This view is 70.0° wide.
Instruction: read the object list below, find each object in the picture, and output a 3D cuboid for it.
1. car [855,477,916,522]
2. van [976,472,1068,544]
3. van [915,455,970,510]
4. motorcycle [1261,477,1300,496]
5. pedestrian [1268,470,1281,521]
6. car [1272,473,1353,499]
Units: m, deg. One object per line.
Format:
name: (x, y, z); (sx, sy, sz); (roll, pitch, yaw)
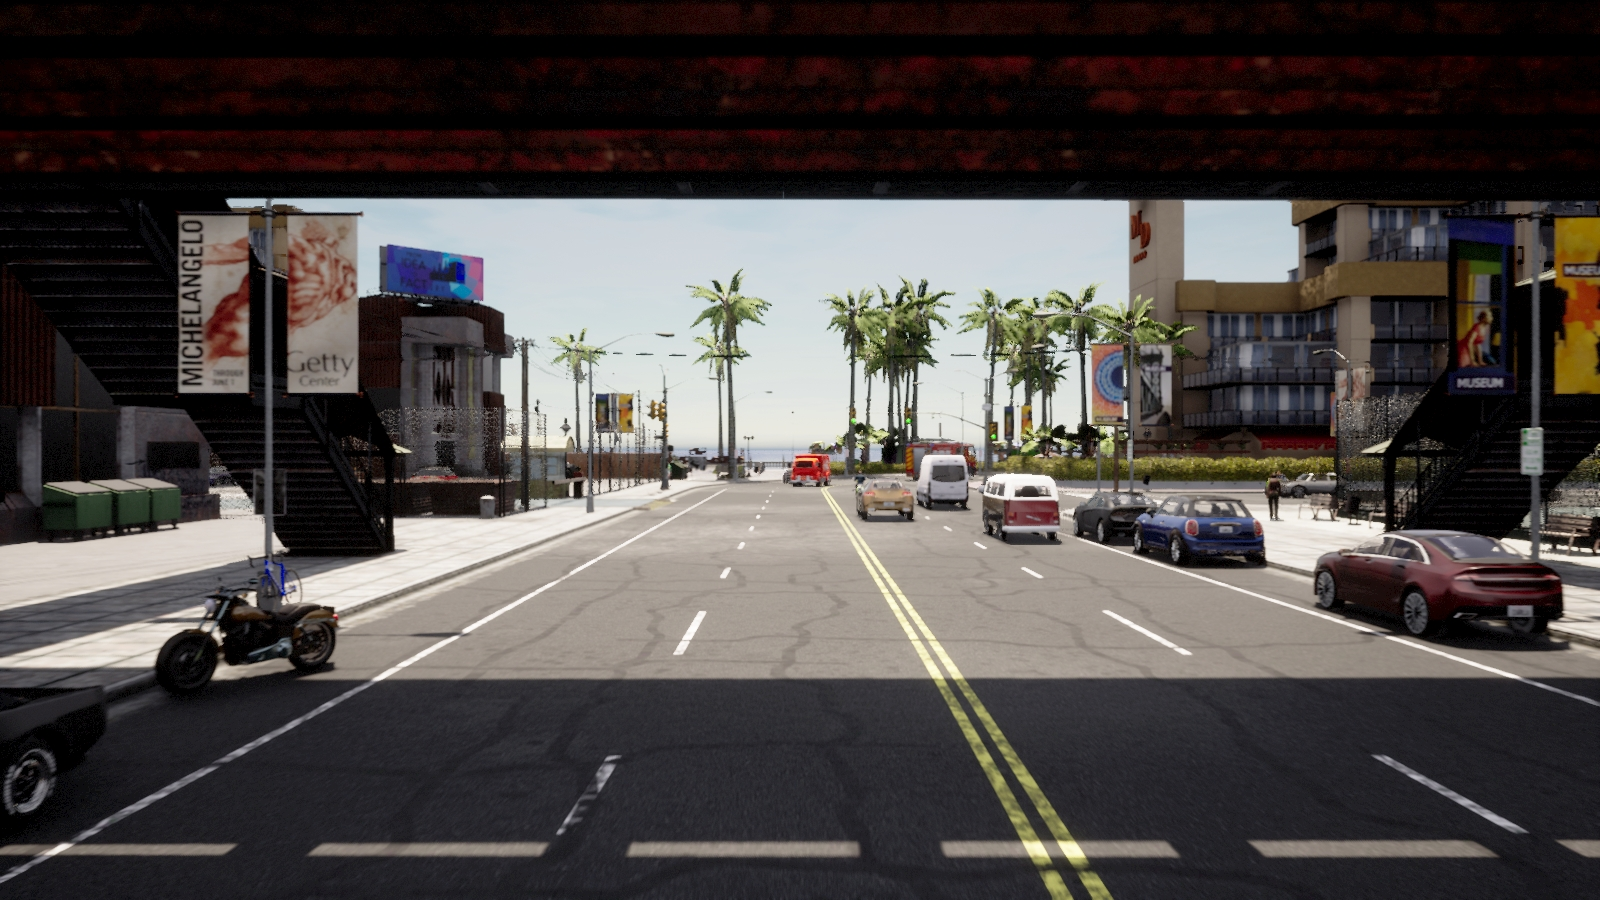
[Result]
car: (3.501, 1.992, 47.469); (2.152, 1.651, 5.027); (0, 0, 0)
van: (7.025, 1.785, 36.572); (2.069, 2.038, 4.480); (0, 0, 0)
van: (6.966, 1.534, 56.465); (1.988, 2.561, 5.915); (0, 0, 0)
motorcycle: (29.384, 2.213, 69.841); (2.033, 1.145, 0.803); (0, 0, -1)
pedestrian: (17.740, 1.696, 42.751); (0.375, 1.860, 0.375); (0, 0, 10)
car: (29.716, 2.065, 66.324); (3.806, 1.475, 1.970); (0, 0, -1)
